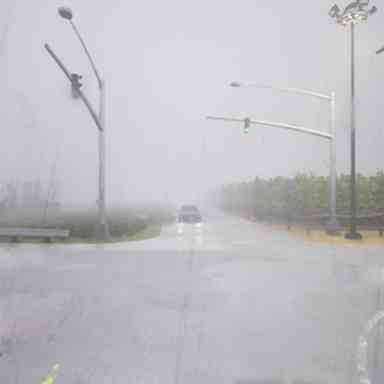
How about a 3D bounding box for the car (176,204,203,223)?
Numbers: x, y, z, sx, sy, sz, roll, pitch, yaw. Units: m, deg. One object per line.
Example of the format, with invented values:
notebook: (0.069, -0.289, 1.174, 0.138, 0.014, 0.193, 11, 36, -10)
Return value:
car: (-0.235, 1.807, 27.969, 1.837, 1.490, 4.892, 0, 2, -3)
